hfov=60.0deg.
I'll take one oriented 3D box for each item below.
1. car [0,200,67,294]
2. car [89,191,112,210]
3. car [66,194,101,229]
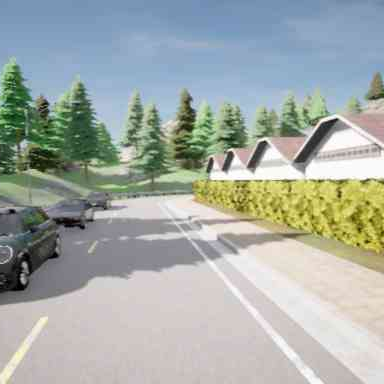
[{"bbox_3d":[-4.844,1.218,8.360,2.097,1.767,4.553,-2,2,-9],"label":"car"},{"bbox_3d":[-7.885,0.694,27.881,1.837,1.490,4.892,-2,2,-7],"label":"car"},{"bbox_3d":[-6.361,1.090,17.733,2.033,1.411,5.357,-2,2,-9],"label":"car"}]
